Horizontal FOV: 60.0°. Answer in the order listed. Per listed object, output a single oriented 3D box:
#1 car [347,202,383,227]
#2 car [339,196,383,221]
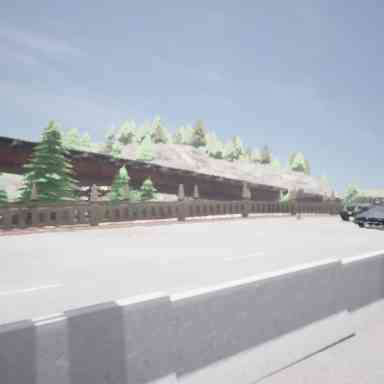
[{"bbox_3d":[12.651,1.564,21.538,5.357,1.411,2.033,1,-1,-35],"label":"car"},{"bbox_3d":[14.277,1.340,26.940,5.566,2.045,2.150,2,-1,-35],"label":"car"}]
